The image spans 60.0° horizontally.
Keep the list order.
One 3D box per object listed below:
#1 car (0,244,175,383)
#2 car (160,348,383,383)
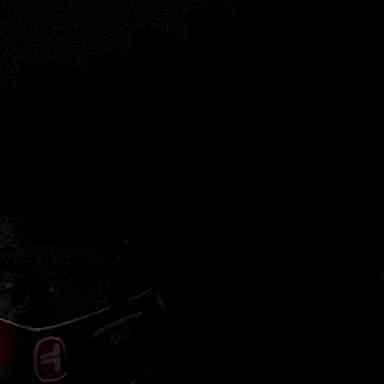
[{"bbox_3d":[-2.284,1.429,4.415,4.097,1.590,1.967,0,1,35],"label":"car"},{"bbox_3d":[2.234,1.548,1.200,4.507,1.381,1.887,0,1,35],"label":"car"}]
